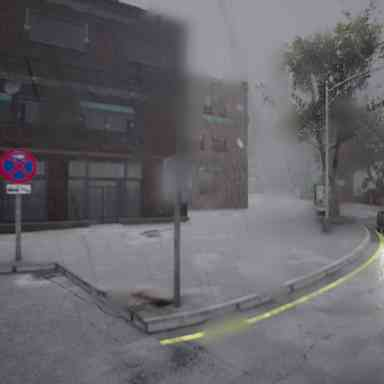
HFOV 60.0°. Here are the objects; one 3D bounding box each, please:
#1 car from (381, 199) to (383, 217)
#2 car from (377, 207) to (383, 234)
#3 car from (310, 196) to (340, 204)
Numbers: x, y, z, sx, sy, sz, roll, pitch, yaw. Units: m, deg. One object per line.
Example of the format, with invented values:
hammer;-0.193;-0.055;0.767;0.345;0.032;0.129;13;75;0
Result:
car;15.879;1.304;24.646;1.994;1.385;4.181;0;1;11
car;9.941;1.220;15.453;2.097;1.767;4.553;0;0;24
car;16.483;0.813;41.444;1.994;1.385;4.181;0;2;-10
